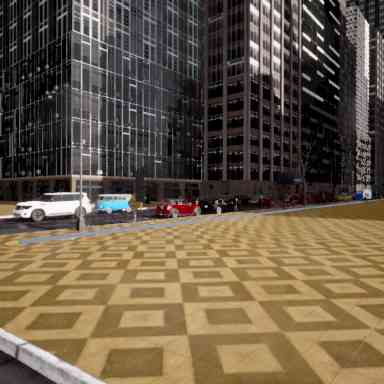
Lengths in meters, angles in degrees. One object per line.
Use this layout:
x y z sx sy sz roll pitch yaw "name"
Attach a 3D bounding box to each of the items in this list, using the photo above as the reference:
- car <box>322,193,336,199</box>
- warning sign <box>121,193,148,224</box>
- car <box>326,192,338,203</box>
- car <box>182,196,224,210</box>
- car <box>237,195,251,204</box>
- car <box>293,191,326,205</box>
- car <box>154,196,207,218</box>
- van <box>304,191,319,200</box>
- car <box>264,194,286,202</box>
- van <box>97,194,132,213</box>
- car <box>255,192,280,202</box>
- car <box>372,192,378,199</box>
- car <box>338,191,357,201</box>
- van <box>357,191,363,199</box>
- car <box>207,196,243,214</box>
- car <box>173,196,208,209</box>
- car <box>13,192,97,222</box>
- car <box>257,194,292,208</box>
33.123 0.829 80.165 1.947 1.339 4.313 1 1 40 "car"
-3.545 0.977 20.655 1.300 1.860 1.060 0 0 40 "warning sign"
21.019 0.839 53.070 2.192 1.841 5.009 1 1 40 "car"
1.371 1.237 38.979 2.033 1.411 5.357 0 1 41 "car"
7.268 1.148 49.876 1.947 1.339 4.313 1 1 40 "car"
17.325 0.885 48.744 2.192 1.841 5.009 1 1 40 "car"
-1.047 1.240 27.033 1.967 1.590 4.097 1 1 40 "car"
25.737 0.694 71.507 1.690 1.788 3.998 1 1 40 "van"
14.656 1.056 58.530 1.947 1.339 4.313 1 1 40 "car"
-7.594 1.107 32.645 1.690 1.788 3.998 1 1 40 "van"
11.595 0.704 50.806 1.812 1.442 4.674 0 1 40 "car"
39.484 0.847 74.709 2.008 1.369 4.403 1 1 40 "car"
28.515 0.957 61.856 1.752 1.417 4.829 1 1 40 "car"
35.792 0.683 70.379 1.690 1.788 3.998 1 1 40 "van"
2.602 1.320 31.398 1.947 1.339 4.313 1 1 40 "car"
-0.123 1.219 41.229 1.887 1.381 4.507 1 1 40 "car"
-10.399 1.059 25.193 2.150 2.045 5.566 0 1 40 "car"
9.938 1.244 40.094 1.802 1.307 4.206 1 1 40 "car"
